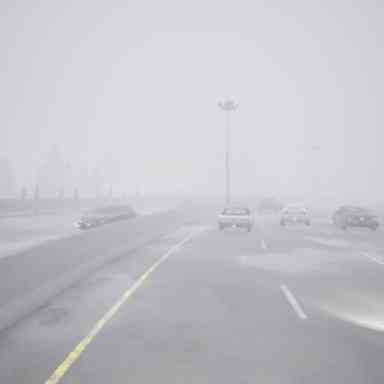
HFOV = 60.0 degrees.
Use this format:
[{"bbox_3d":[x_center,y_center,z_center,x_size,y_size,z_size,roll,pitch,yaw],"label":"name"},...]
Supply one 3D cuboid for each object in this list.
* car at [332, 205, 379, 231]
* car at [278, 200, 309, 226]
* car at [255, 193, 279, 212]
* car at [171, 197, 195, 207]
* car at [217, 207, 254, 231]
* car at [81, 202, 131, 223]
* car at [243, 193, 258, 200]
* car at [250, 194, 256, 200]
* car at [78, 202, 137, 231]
[{"bbox_3d":[10.009,1.532,20.699,2.033,1.411,5.357,0,0,15],"label":"car"},{"bbox_3d":[7.243,1.501,23.562,1.812,1.442,4.674,0,0,16],"label":"car"},{"bbox_3d":[9.141,1.310,38.236,2.097,1.767,4.553,0,0,25],"label":"car"},{"bbox_3d":[-1.260,1.454,49.079,2.128,1.511,4.902,0,0,28],"label":"car"},{"bbox_3d":[2.818,1.575,20.517,1.895,1.301,4.718,0,0,13],"label":"car"},{"bbox_3d":[-6.690,1.517,26.297,1.994,1.385,4.181,0,0,16],"label":"car"},{"bbox_3d":[11.665,1.208,62.481,2.150,2.045,5.566,0,0,39],"label":"car"},{"bbox_3d":[12.463,1.472,57.736,1.837,1.490,4.892,0,0,37],"label":"car"},{"bbox_3d":[-4.786,1.464,19.516,1.837,1.490,4.892,0,0,13],"label":"car"}]
